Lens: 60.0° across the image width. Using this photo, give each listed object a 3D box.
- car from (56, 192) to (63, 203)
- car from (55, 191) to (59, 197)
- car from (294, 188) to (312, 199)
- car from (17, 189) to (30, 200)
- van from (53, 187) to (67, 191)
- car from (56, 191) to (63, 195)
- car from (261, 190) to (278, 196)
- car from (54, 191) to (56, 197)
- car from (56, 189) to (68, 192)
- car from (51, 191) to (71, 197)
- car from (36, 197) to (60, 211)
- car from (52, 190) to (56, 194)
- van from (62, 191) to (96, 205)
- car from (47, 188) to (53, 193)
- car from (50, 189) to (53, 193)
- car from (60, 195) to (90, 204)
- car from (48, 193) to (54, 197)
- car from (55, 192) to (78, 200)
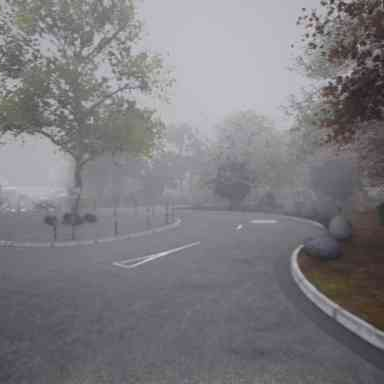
[{"bbox_3d":[-19.575,1.298,56.143,5.366,1.575,1.946,0,2,-26],"label":"car"},{"bbox_3d":[-23.004,1.094,63.728,5.008,1.535,2.097,0,2,-26],"label":"car"},{"bbox_3d":[21.190,0.238,63.925,2.150,2.045,5.566,-1,2,3],"label":"car"},{"bbox_3d":[-36.640,0.797,72.859,1.882,1.535,5.008,0,2,-26],"label":"car"},{"bbox_3d":[-28.908,0.529,76.278,4.442,1.987,1.878,0,2,-26],"label":"van"},{"bbox_3d":[-21.814,1.163,61.221,4.892,1.521,2.231,0,2,-26],"label":"car"},{"bbox_3d":[18.780,0.086,80.502,2.128,1.511,4.902,0,2,-26],"label":"car"},{"bbox_3d":[-25.413,0.998,68.728,4.674,1.452,2.002,0,2,-26],"label":"car"},{"bbox_3d":[-24.181,0.900,66.237,4.553,1.767,2.185,0,2,-26],"label":"car"},{"bbox_3d":[-34.993,0.450,88.753,4.792,1.488,2.163,0,2,-26],"label":"car"},{"bbox_3d":[-19.121,1.681,43.524,1.895,1.301,4.718,0,0,-34],"label":"car"},{"bbox_3d":[-26.616,0.890,71.227,5.008,1.535,2.097,0,2,-26],"label":"car"},{"bbox_3d":[-17.110,1.213,51.164,4.442,1.987,1.878,0,2,-26],"label":"van"},{"bbox_3d":[-33.985,0.485,86.158,5.366,1.575,1.946,0,2,-26],"label":"car"},{"bbox_3d":[-31.442,0.651,81.223,4.792,1.488,2.163,0,2,-26],"label":"car"},{"bbox_3d":[-20.582,1.260,58.737,4.792,1.488,2.163,0,2,-26],"label":"car"},{"bbox_3d":[-23.091,1.428,52.149,1.812,1.442,4.674,0,2,-26],"label":"car"},{"bbox_3d":[-27.817,0.863,73.732,4.674,1.452,2.002,0,2,-26],"label":"car"}]
